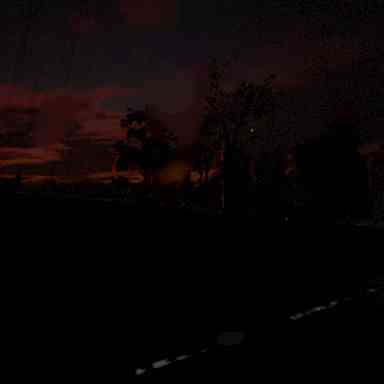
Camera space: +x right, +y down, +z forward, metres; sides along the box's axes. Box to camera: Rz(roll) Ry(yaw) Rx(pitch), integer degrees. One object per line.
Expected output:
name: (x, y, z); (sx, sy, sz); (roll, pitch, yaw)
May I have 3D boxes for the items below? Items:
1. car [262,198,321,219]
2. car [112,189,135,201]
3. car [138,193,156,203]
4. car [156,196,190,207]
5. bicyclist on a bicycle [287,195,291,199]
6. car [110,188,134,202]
car: (7.880, 1.266, 26.788); (1.882, 1.535, 5.008); (0, 1, -35)
car: (-12.701, 0.486, 61.206); (2.150, 2.045, 5.566); (0, 1, -35)
car: (-6.991, 0.918, 53.140); (1.812, 1.442, 4.674); (0, 1, -34)
car: (-2.210, 1.166, 41.234); (1.895, 1.301, 4.718); (0, 1, -35)
bicyclist on a bicycle: (9.940, 1.156, 34.279); (1.656, 1.620, 0.582); (0, 1, -35)
car: (-11.589, 0.386, 54.813); (2.150, 2.045, 5.566); (0, 1, -35)
